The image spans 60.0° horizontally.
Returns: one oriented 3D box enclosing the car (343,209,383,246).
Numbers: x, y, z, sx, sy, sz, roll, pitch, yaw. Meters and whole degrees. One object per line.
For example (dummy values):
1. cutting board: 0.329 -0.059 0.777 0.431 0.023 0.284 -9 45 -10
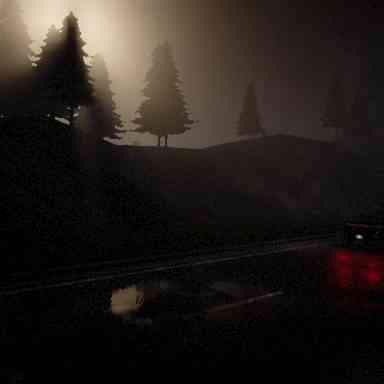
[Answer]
1. car: 8.354 1.492 14.060 4.902 1.511 2.128 0 0 -35
